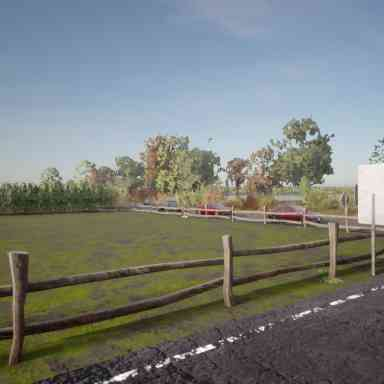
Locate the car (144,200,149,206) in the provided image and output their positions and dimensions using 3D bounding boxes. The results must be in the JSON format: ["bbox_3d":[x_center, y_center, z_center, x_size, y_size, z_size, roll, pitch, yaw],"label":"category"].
[{"bbox_3d":[-8.643,2.255,67.408,2.128,1.511,4.902,0,0,-19],"label":"car"}]

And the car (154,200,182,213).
[{"bbox_3d":[-2.950,2.067,43.532,1.994,1.385,4.181,-1,0,-28],"label":"car"}]

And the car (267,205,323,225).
[{"bbox_3d":[8.107,1.756,26.634,1.812,1.442,4.674,-1,0,-35],"label":"car"}]

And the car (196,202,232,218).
[{"bbox_3d":[2.331,1.849,35.027,1.882,1.535,5.008,-1,0,-34],"label":"car"}]

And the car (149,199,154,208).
[{"bbox_3d":[-5.744,2.175,57.614,1.812,1.442,4.674,0,-1,-17],"label":"car"}]
